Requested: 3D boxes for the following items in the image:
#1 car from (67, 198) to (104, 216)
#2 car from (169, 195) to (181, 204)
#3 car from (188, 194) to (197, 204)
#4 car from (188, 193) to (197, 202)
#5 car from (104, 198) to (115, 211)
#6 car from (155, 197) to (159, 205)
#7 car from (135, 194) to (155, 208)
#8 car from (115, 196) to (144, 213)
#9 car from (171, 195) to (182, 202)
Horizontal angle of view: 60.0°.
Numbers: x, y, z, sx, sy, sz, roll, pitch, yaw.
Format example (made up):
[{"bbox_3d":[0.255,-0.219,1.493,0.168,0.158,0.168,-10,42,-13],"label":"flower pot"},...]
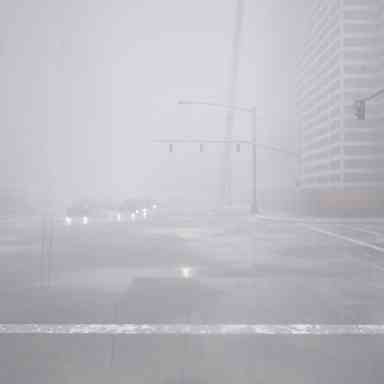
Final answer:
[{"bbox_3d":[-10.598,1.352,32.771,2.097,1.767,4.553,0,0,1],"label":"car"},{"bbox_3d":[-3.423,1.491,64.148,2.128,1.511,4.902,0,0,0],"label":"car"},{"bbox_3d":[0.077,1.547,64.144,2.033,1.411,5.357,0,0,0],"label":"car"},{"bbox_3d":[0.089,1.184,74.398,2.097,1.767,4.553,0,0,0],"label":"car"},{"bbox_3d":[-10.547,1.478,41.900,1.882,1.535,5.008,0,0,0],"label":"car"},{"bbox_3d":[-7.009,1.601,58.562,1.895,1.301,4.718,0,0,0],"label":"car"},{"bbox_3d":[-7.039,1.491,48.238,2.128,1.511,4.902,0,0,0],"label":"car"},{"bbox_3d":[-7.054,1.505,37.887,1.837,1.490,4.892,0,0,0],"label":"car"},{"bbox_3d":[-3.411,1.354,74.432,2.128,1.511,4.902,0,0,0],"label":"car"}]
